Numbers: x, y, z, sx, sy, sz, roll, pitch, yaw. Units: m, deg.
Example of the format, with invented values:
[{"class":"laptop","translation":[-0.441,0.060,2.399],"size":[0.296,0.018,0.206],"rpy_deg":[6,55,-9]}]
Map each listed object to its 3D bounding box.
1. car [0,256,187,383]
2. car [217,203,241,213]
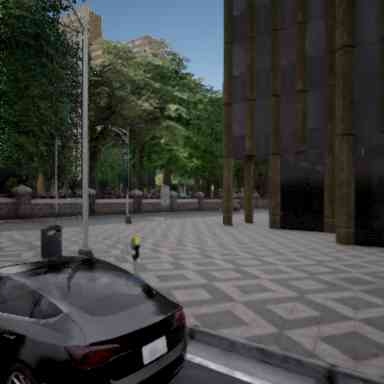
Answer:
[{"class":"car","translation":[-2.053,1.552,4.419],"size":[4.313,1.339,1.947],"rpy_deg":[0,0,35]},{"class":"car","translation":[5.628,2.362,50.494],"size":[2.128,1.511,4.902],"rpy_deg":[0,-1,36]}]
